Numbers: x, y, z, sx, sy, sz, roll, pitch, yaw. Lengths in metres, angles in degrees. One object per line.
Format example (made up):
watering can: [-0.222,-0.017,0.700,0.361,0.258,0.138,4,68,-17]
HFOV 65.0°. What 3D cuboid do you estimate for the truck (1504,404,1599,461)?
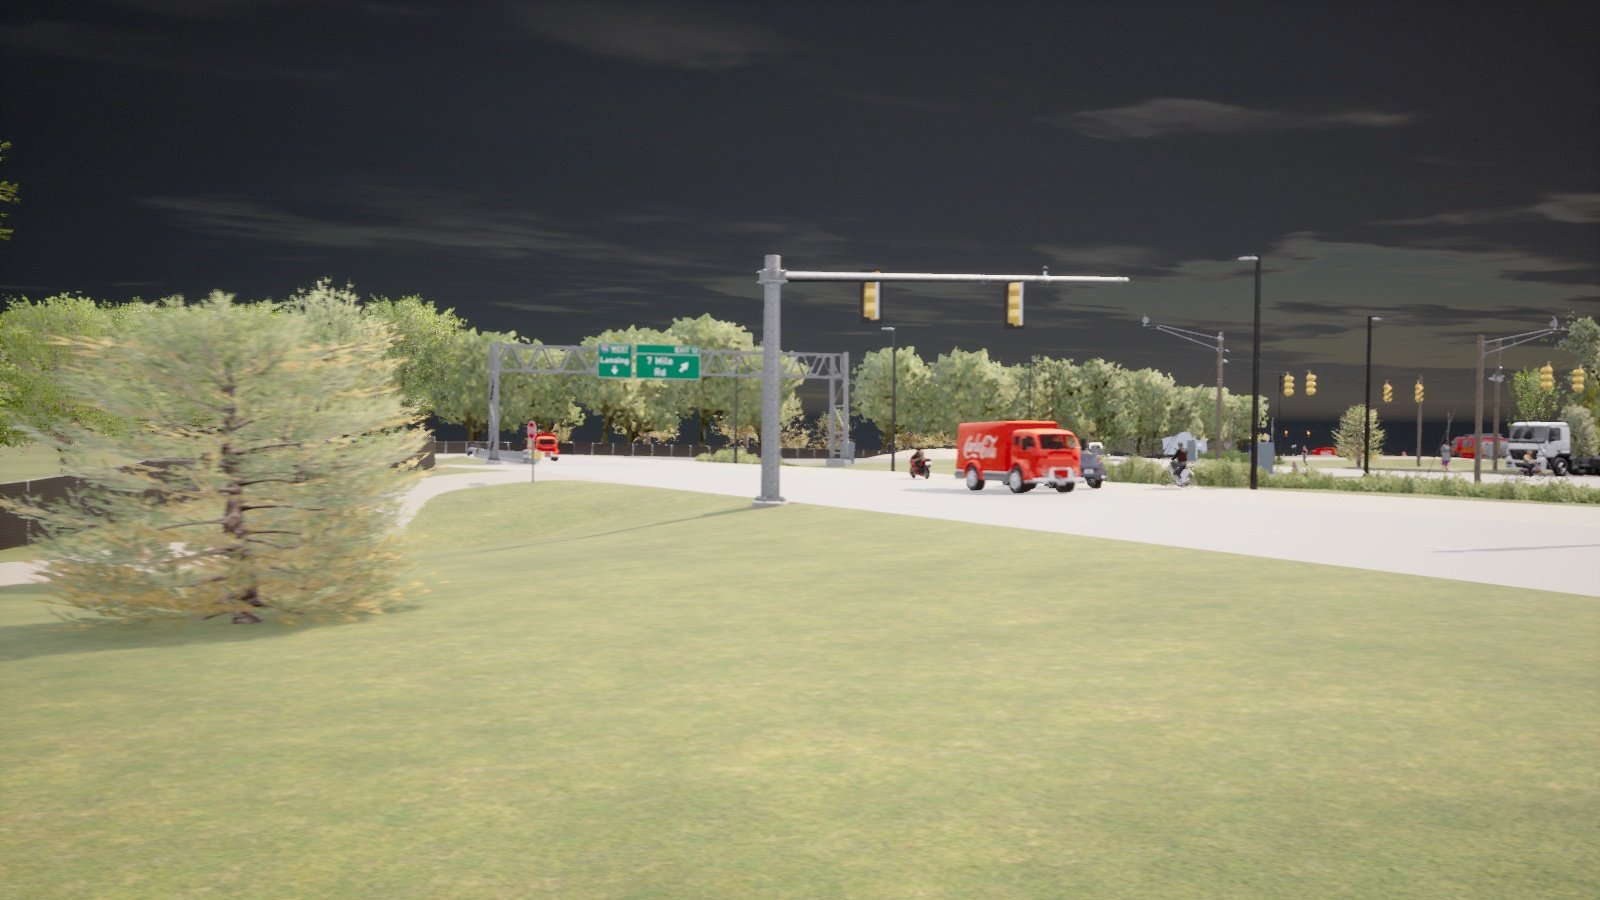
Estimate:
truck: [48.828,-1.121,79.275,7.936,3.462,2.891,0,1,-16]

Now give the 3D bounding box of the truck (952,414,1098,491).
truck: [7.744,0.072,43.847,2.627,2.467,5.204,-1,0,-21]

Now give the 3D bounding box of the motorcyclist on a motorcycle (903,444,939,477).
motorcyclist on a motorcycle: [5.645,0.495,58.833,0.797,1.523,2.044,-1,0,-21]

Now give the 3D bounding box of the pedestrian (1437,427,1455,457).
pedestrian: [42.198,-0.547,82.081,0.659,1.952,0.873,-1,2,-6]

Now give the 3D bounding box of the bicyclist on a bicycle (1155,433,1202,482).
bicyclist on a bicycle: [14.097,0.281,46.837,0.659,1.776,1.843,-1,1,-21]

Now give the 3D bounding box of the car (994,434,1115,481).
car: [9.721,0.269,48.409,2.152,1.651,5.027,-1,0,-21]
